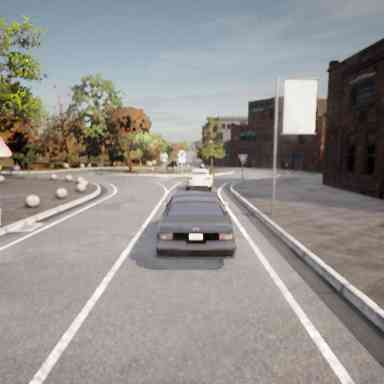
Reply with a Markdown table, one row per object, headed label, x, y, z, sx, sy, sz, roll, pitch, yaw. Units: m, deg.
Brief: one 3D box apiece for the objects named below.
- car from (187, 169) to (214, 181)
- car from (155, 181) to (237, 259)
| label | x | y | z | sx | sy | sz | roll | pitch | yaw |
| --- | --- | --- | --- | --- | --- | --- | --- | --- | --- |
| car | 0.652 | -0.981 | 24.709 | 1.812 | 1.442 | 4.674 | 1 | 6 | 5 |
| car | 0.097 | 0.680 | 9.188 | 2.033 | 1.411 | 5.357 | 0 | 6 | 0 |
